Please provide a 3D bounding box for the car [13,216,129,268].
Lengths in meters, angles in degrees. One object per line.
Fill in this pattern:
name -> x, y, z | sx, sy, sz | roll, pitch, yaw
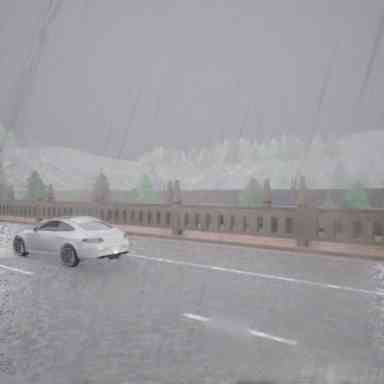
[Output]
car -> -4.152, 1.533, 11.259 | 4.674, 1.442, 1.812 | 0, 0, 36
